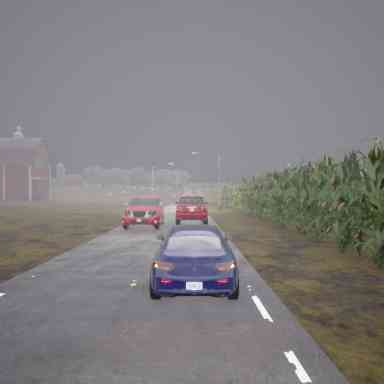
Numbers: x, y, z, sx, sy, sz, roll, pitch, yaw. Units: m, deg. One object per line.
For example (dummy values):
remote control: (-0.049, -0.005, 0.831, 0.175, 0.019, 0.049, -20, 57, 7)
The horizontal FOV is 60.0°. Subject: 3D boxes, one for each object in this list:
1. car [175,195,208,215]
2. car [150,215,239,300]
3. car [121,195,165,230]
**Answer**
car: (-0.046, 1.246, 23.933, 2.150, 2.045, 5.566, 0, 0, -1)
car: (0.061, 1.524, 8.289, 1.812, 1.442, 4.674, 0, 0, 0)
car: (-2.972, 1.235, 21.295, 2.150, 2.045, 5.566, 0, 0, 0)
